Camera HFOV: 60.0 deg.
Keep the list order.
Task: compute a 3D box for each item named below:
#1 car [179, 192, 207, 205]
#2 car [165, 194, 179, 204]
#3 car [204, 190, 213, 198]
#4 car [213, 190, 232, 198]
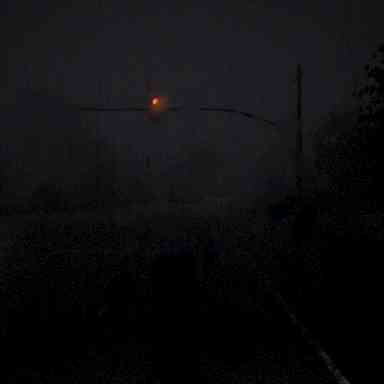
[{"bbox_3d":[0.244,1.161,52.020,2.033,1.411,5.357,0,2,19],"label":"car"},{"bbox_3d":[-2.778,1.077,53.854,2.128,1.511,4.902,0,2,20],"label":"car"},{"bbox_3d":[3.271,0.338,68.107,1.837,1.490,4.892,0,4,25],"label":"car"},{"bbox_3d":[6.422,0.403,66.600,1.994,1.385,4.181,0,4,26],"label":"car"}]
